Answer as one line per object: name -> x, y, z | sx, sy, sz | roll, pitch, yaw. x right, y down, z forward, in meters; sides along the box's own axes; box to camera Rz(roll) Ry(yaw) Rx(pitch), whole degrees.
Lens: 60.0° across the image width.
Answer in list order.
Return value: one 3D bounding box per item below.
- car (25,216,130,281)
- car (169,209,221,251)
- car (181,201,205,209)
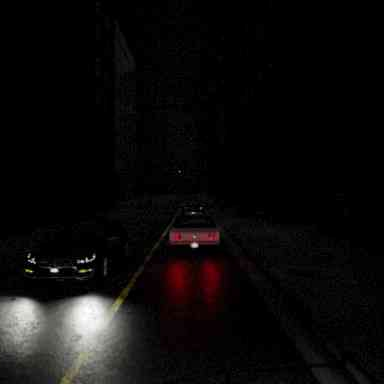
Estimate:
car -> -3.099, 1.519, 9.921 | 1.837, 1.490, 4.892 | 0, 0, 0
car -> 0.100, 1.620, 14.157 | 1.895, 1.301, 4.718 | 0, 0, 0
car -> 0.101, 1.523, 29.521 | 2.128, 1.511, 4.902 | 0, 0, 0
